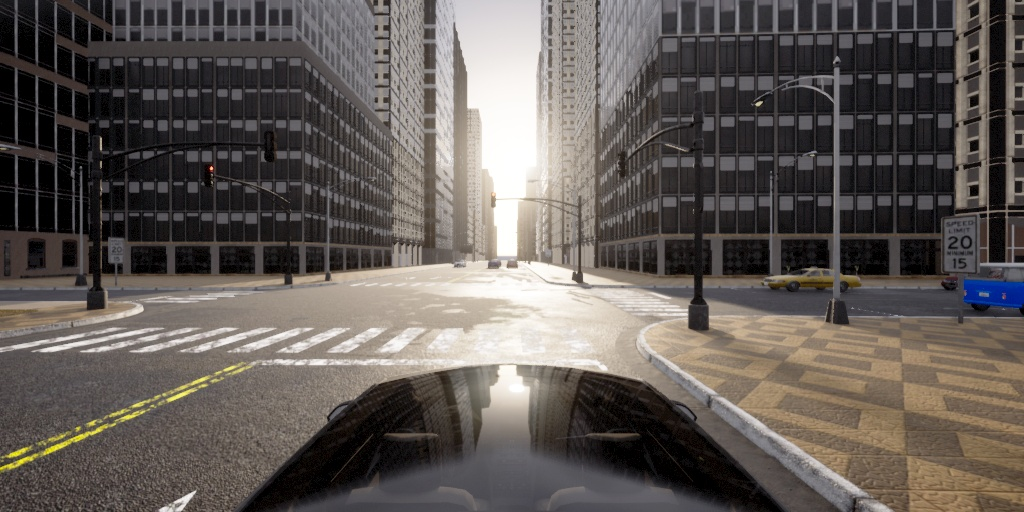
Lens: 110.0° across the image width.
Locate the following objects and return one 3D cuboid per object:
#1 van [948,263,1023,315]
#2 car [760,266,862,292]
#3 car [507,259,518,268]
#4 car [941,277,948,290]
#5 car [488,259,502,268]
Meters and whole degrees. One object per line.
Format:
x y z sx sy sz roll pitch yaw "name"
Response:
18.367 1.119 12.479 3.998 1.789 1.690 0 0 2 "van"
17.103 1.293 20.652 4.829 1.417 1.751 0 0 2 "car"
0.050 1.424 63.666 1.994 1.385 4.181 0 0 0 "car"
26.937 1.356 20.160 4.207 1.307 1.802 0 0 2 "car"
-3.201 1.335 62.836 1.882 1.535 5.008 0 0 0 "car"
